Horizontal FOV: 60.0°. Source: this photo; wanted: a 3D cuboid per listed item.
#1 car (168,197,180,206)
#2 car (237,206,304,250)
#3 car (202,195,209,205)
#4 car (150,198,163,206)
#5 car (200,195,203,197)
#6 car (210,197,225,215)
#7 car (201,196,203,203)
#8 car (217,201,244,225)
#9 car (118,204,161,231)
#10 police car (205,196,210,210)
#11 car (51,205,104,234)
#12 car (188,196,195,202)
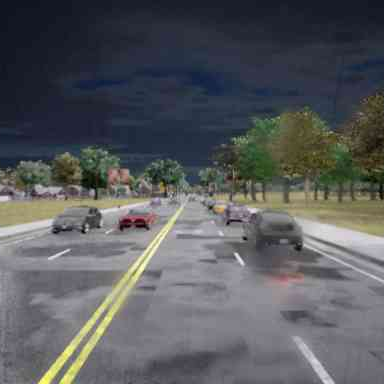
[{"bbox_3d":[-3.282,1.657,62.595,2.097,1.767,4.553,0,0,1],"label":"car"},{"bbox_3d":[3.350,1.560,14.513,1.837,1.490,4.892,0,0,0],"label":"car"},{"bbox_3d":[3.244,1.736,57.935,1.801,1.575,5.366,0,0,0],"label":"car"},{"bbox_3d":[-6.542,1.820,60.761,1.812,1.442,4.674,0,0,1],"label":"car"},{"bbox_3d":[3.242,1.625,79.780,2.150,2.045,5.566,0,0,0],"label":"car"},{"bbox_3d":[3.246,1.618,35.932,1.801,1.575,5.366,0,0,0],"label":"car"},{"bbox_3d":[3.243,1.904,68.746,1.994,1.385,4.181,0,0,0],"label":"car"},{"bbox_3d":[3.247,1.652,24.740,2.033,1.411,5.357,0,0,0],"label":"car"},{"bbox_3d":[-3.353,1.687,21.156,1.895,1.301,4.718,0,0,0],"label":"car"},{"bbox_3d":[3.245,1.723,46.744,2.038,1.542,4.974,0,0,0],"label":"police car"},{"bbox_3d":[-6.601,1.583,19.633,1.837,1.490,4.892,0,0,0],"label":"car"},{"bbox_3d":[-0.009,1.823,88.303,2.128,1.511,4.902,0,0,0],"label":"car"}]
